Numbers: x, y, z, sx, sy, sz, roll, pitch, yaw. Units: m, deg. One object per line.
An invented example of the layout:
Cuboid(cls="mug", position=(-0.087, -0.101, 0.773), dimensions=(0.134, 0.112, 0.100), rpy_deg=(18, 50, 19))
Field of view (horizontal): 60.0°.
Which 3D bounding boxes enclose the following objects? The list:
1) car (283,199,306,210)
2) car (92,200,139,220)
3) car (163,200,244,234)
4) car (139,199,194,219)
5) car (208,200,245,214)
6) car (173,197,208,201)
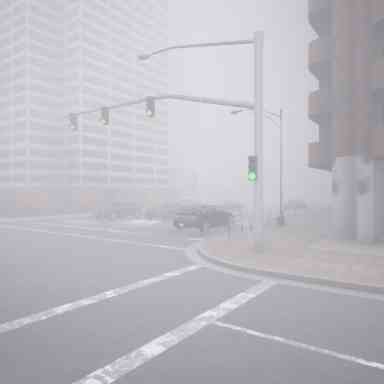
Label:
Cuboid(cls="car", position=(13.541, 1.564, 43.683), dimensions=(1.994, 1.385, 4.181), rpy_deg=(0, 0, 35))
Cuboid(cls="car", position=(-6.159, 1.505, 28.115), dimensions=(1.837, 1.490, 4.892), rpy_deg=(0, 0, 35))
Cuboid(cls="car", position=(0.836, 1.493, 19.459), dimensions=(2.128, 1.511, 4.902), rpy_deg=(0, 0, 35))
Cuboid(cls="car", position=(-2.049, 1.564, 27.876), dimensions=(1.994, 1.385, 4.181), rpy_deg=(0, 0, 35))
Cuboid(cls="car", position=(3.822, 1.601, 36.212), dimensions=(1.895, 1.301, 4.718), rpy_deg=(0, 0, 35))
Cuboid(cls="car", position=(-0.440, 1.564, 36.242), dimensions=(1.994, 1.385, 4.181), rpy_deg=(0, 0, 35))
